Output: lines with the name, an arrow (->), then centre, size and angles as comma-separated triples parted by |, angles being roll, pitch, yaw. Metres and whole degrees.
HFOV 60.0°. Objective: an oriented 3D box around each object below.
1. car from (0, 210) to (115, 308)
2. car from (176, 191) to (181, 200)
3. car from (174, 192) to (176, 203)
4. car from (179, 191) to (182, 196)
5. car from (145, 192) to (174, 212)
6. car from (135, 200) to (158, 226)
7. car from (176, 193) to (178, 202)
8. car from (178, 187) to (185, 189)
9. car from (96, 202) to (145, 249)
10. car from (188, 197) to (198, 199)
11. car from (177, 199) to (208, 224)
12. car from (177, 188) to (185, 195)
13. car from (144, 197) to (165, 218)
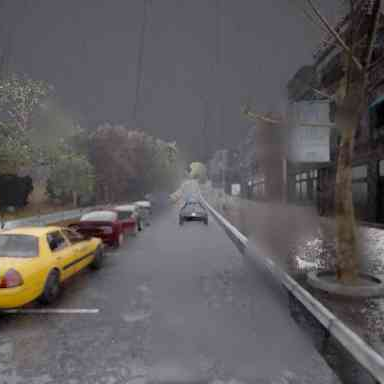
car -> -3.643, 1.464, 8.102 | 1.946, 1.575, 5.366 | 0, 0, 2
car -> -3.640, 1.161, 59.039 | 1.946, 1.575, 5.366 | 0, 1, 2
car -> -3.650, 1.157, 42.187 | 2.185, 1.767, 4.553 | 0, 1, 2
car -> -3.647, 1.148, 65.176 | 2.002, 1.452, 4.674 | 0, 1, 2
car -> -3.648, 1.069, 34.533 | 2.435, 2.045, 5.566 | 0, 0, 2
car -> -3.650, 1.430, 20.040 | 2.231, 1.521, 4.892 | 0, 0, 2
car -> -3.659, 1.302, 47.792 | 2.163, 1.488, 4.792 | -1, 1, 2
car -> -3.625, 0.344, 89.447 | 1.946, 1.575, 5.366 | 1, 3, 2
car -> -3.650, 1.453, 14.484 | 2.097, 1.535, 5.008 | 0, 1, 2
car -> 0.103, 1.346, 41.745 | 2.033, 1.411, 5.357 | 0, 0, 0
car -> 0.102, 1.459, 24.011 | 1.994, 1.385, 4.181 | 0, 0, 0
car -> -3.623, 0.679, 78.430 | 2.185, 1.767, 4.553 | 2, 2, 2
car -> -3.649, 1.386, 25.581 | 2.097, 1.535, 5.008 | 0, 0, 2
